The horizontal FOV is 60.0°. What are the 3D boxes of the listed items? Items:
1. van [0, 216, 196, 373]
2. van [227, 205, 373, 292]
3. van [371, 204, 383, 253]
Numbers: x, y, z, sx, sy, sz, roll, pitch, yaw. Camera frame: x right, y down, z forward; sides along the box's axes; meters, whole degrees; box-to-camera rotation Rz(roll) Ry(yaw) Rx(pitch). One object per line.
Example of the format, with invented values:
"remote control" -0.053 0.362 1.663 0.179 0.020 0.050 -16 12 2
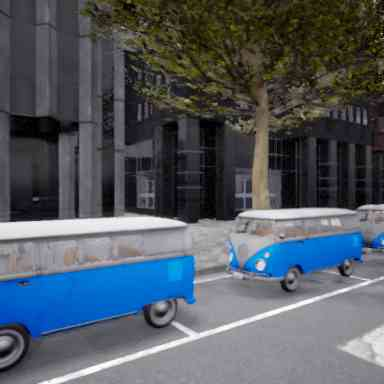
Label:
"van" -1.833 1.338 5.340 3.998 1.788 1.690 0 0 -36
"van" 2.740 1.329 8.603 3.998 1.788 1.690 0 0 -36
"van" 7.314 1.320 11.867 3.998 1.788 1.690 0 0 -36
